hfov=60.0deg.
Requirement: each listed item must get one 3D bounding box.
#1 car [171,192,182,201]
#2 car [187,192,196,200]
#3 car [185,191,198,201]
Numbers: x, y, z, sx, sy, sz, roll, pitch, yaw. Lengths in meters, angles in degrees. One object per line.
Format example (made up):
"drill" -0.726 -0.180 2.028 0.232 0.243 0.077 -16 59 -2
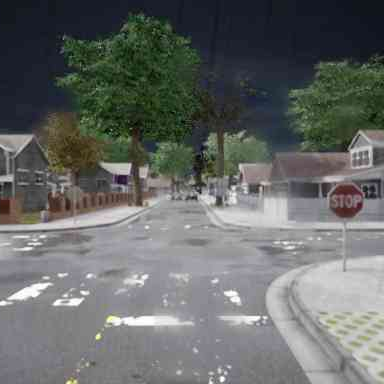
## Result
"car" -2.835 0.763 61.408 2.128 1.511 4.902 0 1 0
"car" -0.094 0.726 67.661 1.812 1.442 4.674 0 1 0
"car" -0.080 0.667 57.627 2.097 1.767 4.553 0 1 0
